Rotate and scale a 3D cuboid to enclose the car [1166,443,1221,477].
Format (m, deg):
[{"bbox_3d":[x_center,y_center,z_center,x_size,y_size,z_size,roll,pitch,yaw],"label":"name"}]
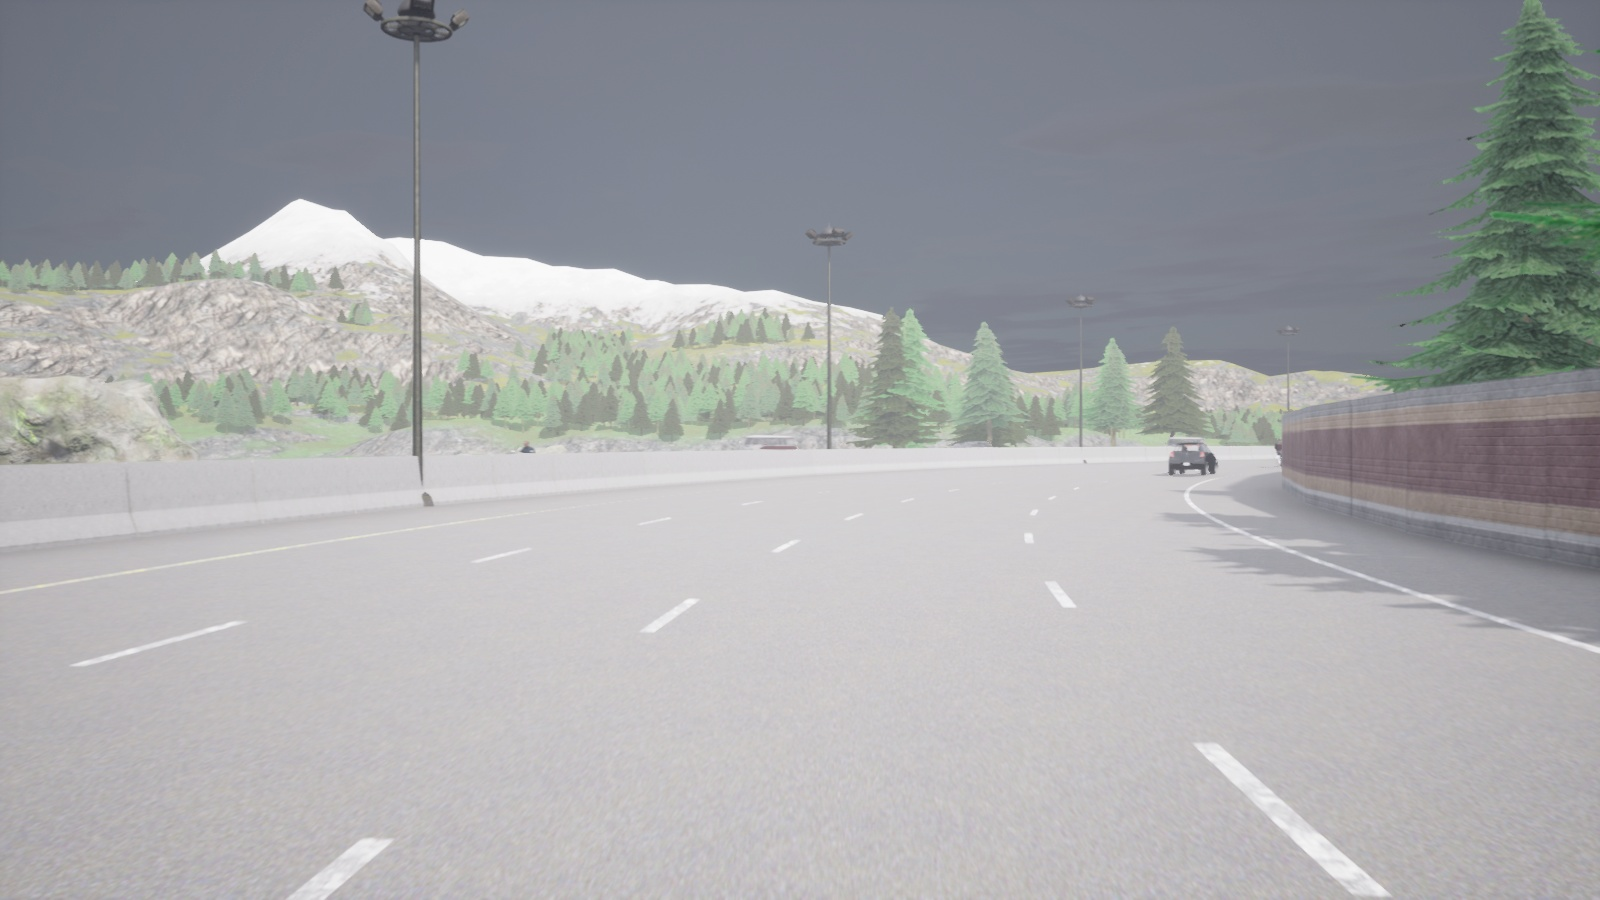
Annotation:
[{"bbox_3d":[18.117,0.453,57.732,1.845,1.501,3.633,0,0,27],"label":"car"}]

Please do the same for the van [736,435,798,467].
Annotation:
[{"bbox_3d":[-2.061,0.052,79.001,1.775,1.987,4.442,0,0,31],"label":"van"}]
